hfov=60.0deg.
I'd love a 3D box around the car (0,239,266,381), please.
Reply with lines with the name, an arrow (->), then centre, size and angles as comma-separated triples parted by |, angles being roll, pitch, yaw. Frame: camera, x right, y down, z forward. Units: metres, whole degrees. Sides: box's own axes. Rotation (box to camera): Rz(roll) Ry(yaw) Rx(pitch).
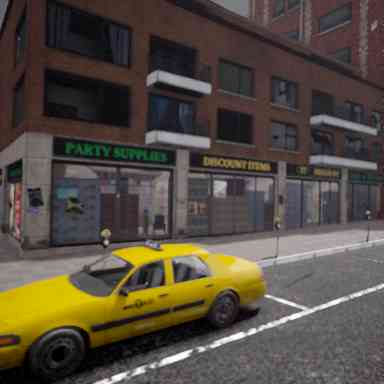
car -> -0.874, 1.515, 5.449 | 4.829, 1.417, 1.752 | 0, 2, -35
